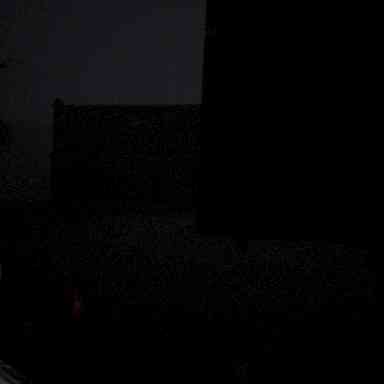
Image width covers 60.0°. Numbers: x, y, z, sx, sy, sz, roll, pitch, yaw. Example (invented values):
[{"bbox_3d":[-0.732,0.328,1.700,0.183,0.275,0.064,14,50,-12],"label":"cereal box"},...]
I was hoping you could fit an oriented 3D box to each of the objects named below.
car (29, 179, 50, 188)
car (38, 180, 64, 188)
[{"bbox_3d":[-30.418,-1.774,66.908,4.553,1.767,2.185,4,3,22],"label":"car"},{"bbox_3d":[-29.411,-1.713,69.483,5.008,1.535,2.097,4,3,22],"label":"car"}]
